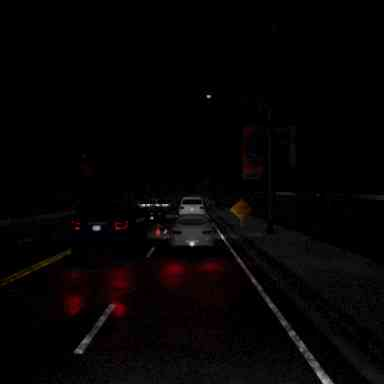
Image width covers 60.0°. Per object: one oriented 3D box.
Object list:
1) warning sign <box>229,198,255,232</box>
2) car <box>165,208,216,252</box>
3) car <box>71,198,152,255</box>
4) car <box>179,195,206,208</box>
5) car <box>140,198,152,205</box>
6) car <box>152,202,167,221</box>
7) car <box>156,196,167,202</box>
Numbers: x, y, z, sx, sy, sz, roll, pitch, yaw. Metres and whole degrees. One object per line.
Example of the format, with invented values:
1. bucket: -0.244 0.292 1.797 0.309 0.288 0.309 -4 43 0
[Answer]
1. warning sign: 2.838 1.275 19.023 1.300 1.860 1.060 -1 -1 0
2. car: 0.006 1.650 14.393 1.812 1.442 4.674 0 0 0
3. car: -3.247 1.338 14.022 2.150 2.045 5.566 0 0 0
4. car: 0.007 1.448 29.031 2.150 2.045 5.566 0 0 0
5. car: -9.735 1.941 71.003 1.994 1.385 4.181 0 0 0
6. car: -3.242 1.832 29.121 1.895 1.301 4.718 0 0 0
7. car: -6.485 1.744 71.032 2.097 1.767 4.553 0 0 0
